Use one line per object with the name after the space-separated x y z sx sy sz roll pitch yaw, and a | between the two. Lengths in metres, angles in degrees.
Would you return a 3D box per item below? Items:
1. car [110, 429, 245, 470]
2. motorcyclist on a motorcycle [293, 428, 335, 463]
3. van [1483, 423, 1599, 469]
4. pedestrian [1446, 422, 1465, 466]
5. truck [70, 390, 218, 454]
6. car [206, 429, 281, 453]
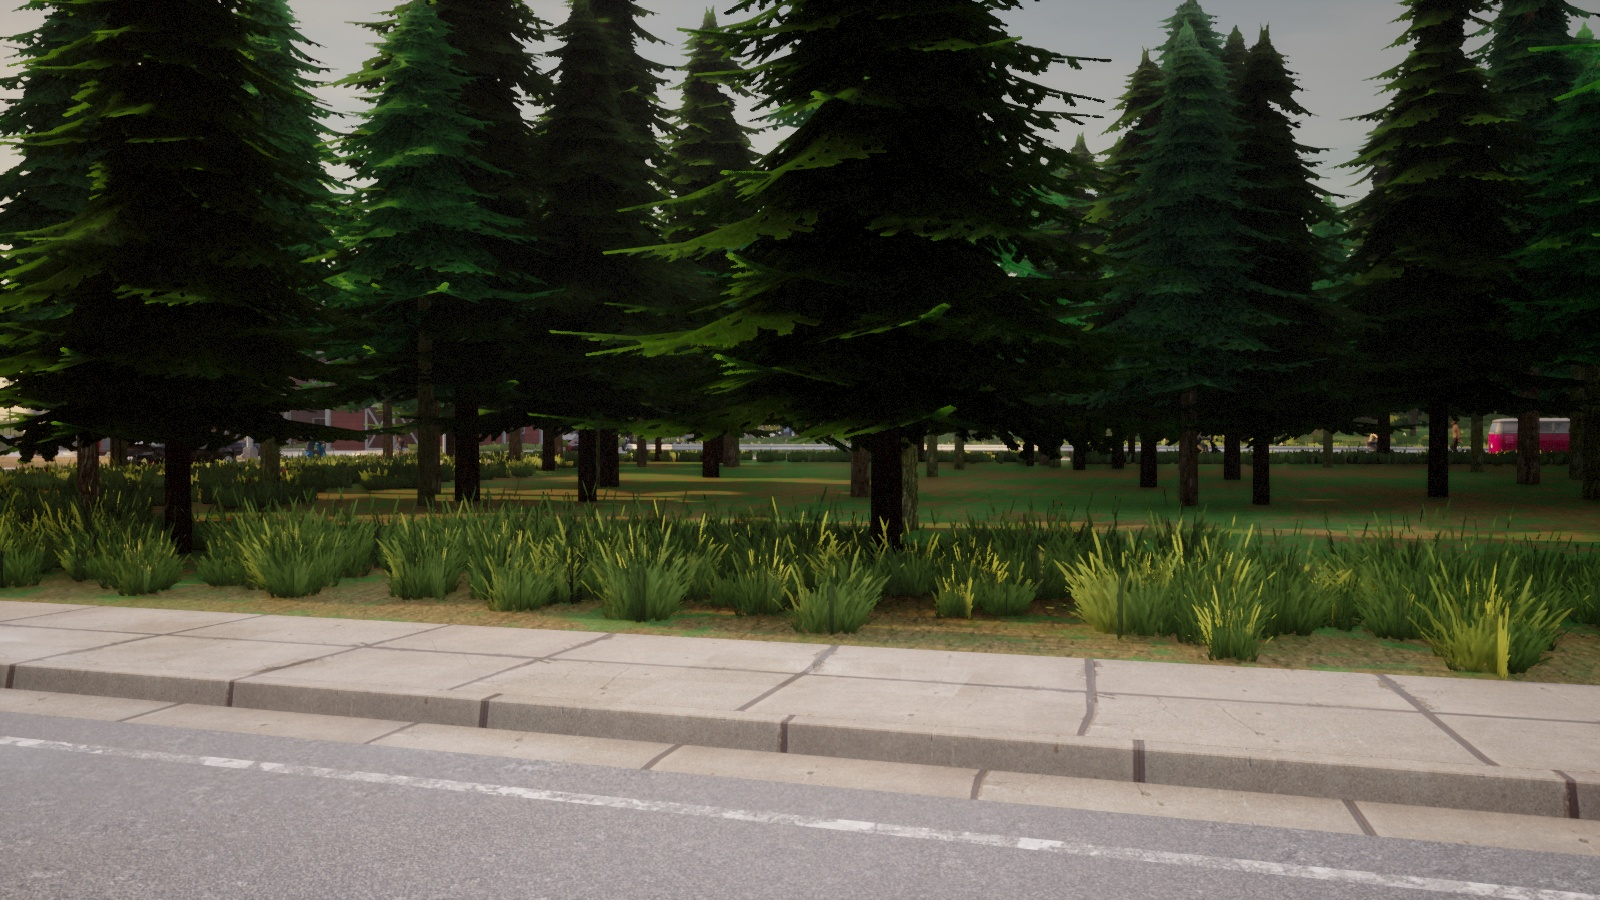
-24.790 -0.066 50.212 1.882 1.535 5.008 1 1 17 | car
-22.386 -0.204 57.883 0.866 1.590 1.817 1 1 17 | motorcyclist on a motorcycle
33.020 -0.189 55.749 4.442 1.987 1.775 1 1 19 | van
27.572 -0.254 52.840 0.634 1.846 0.331 1 1 20 | pedestrian
-40.800 -1.746 78.091 8.468 3.827 2.891 0 1 16 | truck
-35.516 -0.596 80.205 4.193 1.474 1.816 1 1 16 | car
